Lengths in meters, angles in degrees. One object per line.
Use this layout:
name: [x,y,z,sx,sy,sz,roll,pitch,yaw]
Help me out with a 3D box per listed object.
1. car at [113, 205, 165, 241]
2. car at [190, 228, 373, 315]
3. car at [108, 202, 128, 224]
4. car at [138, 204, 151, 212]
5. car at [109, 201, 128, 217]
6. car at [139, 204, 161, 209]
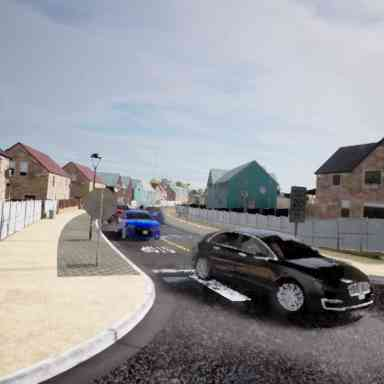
car: [-3.141,1.807,19.102,1.882,1.535,5.008,4,-2,-19]
car: [1.843,1.726,8.310,1.837,1.490,4.892,4,-2,-35]
car: [-6.421,1.878,29.784,2.097,1.767,4.553,4,-2,-14]
car: [-8.590,2.875,60.315,1.994,1.385,4.181,4,-2,-4]
car: [-9.155,2.096,41.699,2.097,1.767,4.553,4,-2,-10]
car: [-3.938,2.107,31.760,2.097,1.767,4.553,4,-2,-15]
